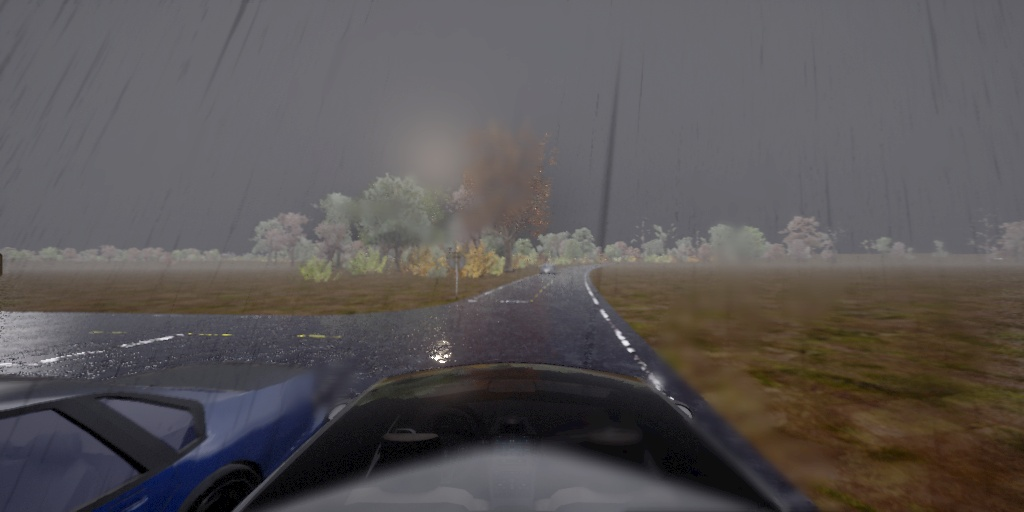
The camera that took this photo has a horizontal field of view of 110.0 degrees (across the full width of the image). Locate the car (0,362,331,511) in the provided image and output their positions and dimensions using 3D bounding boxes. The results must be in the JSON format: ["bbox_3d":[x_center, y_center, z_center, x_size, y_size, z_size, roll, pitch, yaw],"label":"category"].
[{"bbox_3d":[-2.827,1.302,0.979,2.033,1.411,5.357,0,-1,7],"label":"car"}]

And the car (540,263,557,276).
[{"bbox_3d":[4.619,1.647,45.021,2.128,1.511,4.902,0,-1,12],"label":"car"}]
